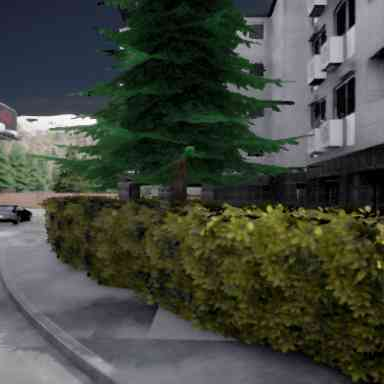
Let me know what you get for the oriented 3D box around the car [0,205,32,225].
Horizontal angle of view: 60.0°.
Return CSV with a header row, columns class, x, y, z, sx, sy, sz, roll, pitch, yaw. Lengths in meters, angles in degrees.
class,x,y,z,sx,sy,sz,roll,pitch,yaw
car,-13.664,1.682,25.218,1.994,1.385,4.181,0,-1,-9
